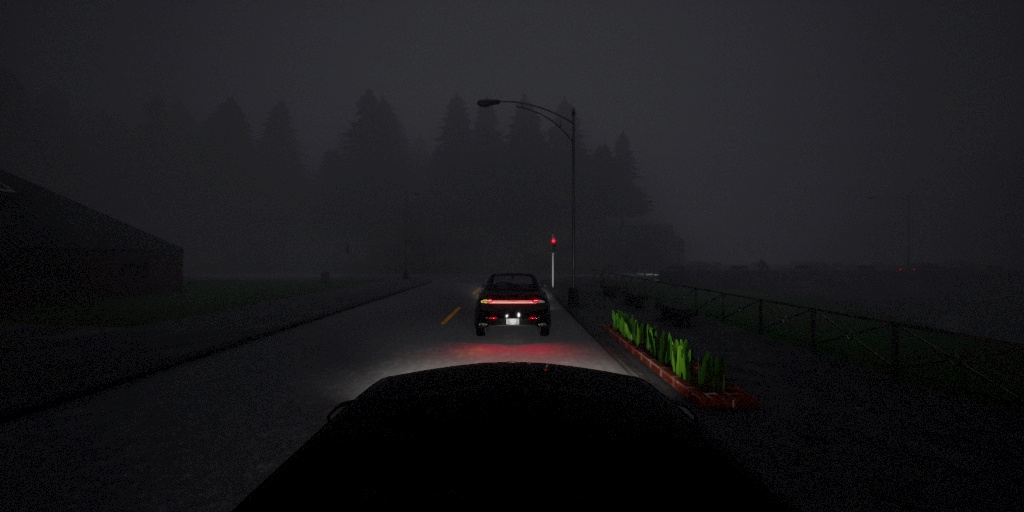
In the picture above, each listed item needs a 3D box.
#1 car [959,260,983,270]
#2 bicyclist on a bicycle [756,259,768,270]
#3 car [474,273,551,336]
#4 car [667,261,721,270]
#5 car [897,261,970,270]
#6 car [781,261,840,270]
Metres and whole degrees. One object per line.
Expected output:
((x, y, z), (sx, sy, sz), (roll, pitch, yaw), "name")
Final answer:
((47.441, 1.227, 38.646), (5.008, 1.535, 1.882), (0, 0, 1), "car")
((21.220, 1.099, 30.390), (0.582, 1.620, 1.656), (0, 0, 0), "bicyclist on a bicycle")
((0.022, 1.242, 10.375), (2.128, 1.511, 4.902), (0, 0, 0), "car")
((19.577, 1.297, 38.793), (5.357, 1.411, 2.033), (0, 0, 0), "car")
((40.461, 1.351, 34.637), (4.718, 1.301, 1.895), (0, 0, 0), "car")
((32.197, 1.297, 38.756), (5.357, 1.411, 2.033), (0, 0, 0), "car")
